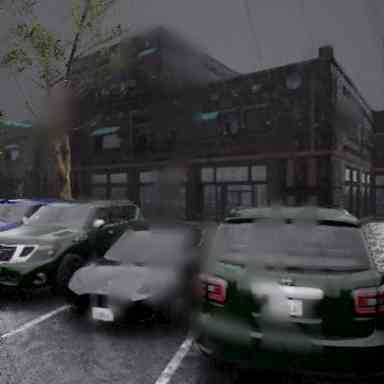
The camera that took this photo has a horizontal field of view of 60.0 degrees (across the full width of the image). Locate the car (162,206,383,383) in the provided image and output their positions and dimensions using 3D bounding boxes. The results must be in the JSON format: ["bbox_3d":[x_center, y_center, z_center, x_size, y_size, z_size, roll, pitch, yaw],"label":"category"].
[{"bbox_3d":[1.658,1.250,5.798,2.435,2.045,5.566,0,-1,16],"label":"car"}]

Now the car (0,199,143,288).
[{"bbox_3d":[-3.125,1.250,9.225,2.435,2.045,5.566,1,-1,16],"label":"car"}]

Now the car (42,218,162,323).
[{"bbox_3d":[-0.725,1.530,7.482,2.163,1.488,4.792,1,-1,16],"label":"car"}]
